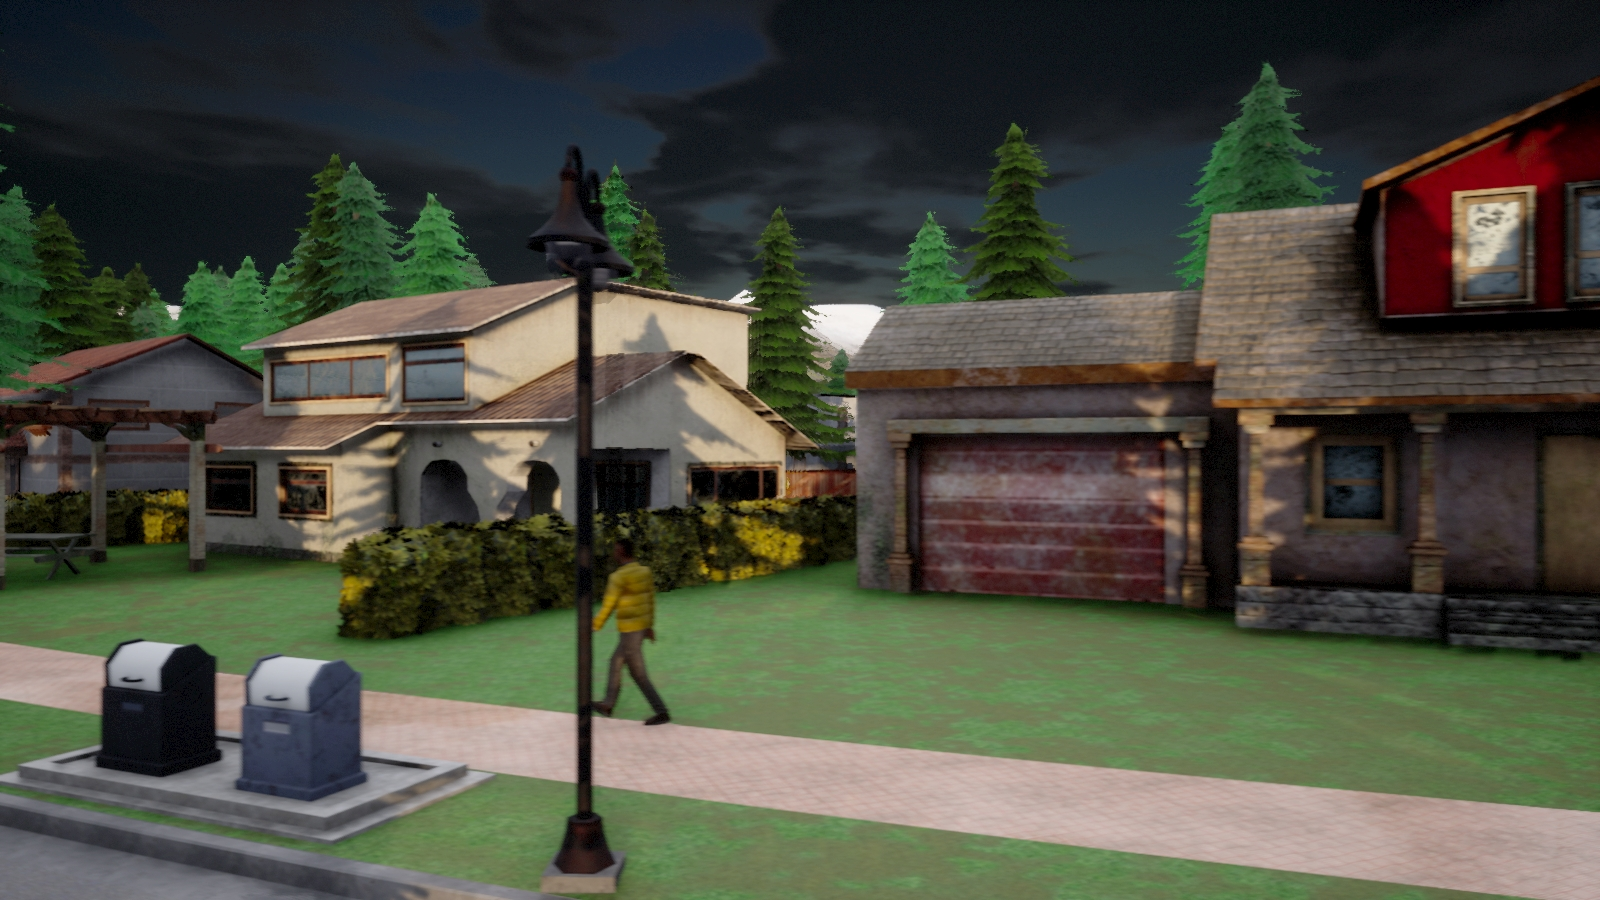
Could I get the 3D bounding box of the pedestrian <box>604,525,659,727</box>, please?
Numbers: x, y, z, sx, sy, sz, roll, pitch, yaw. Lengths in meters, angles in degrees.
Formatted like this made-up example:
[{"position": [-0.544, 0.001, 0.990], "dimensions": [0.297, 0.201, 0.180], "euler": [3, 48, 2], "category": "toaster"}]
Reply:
[{"position": [-1.614, 1.665, 10.944], "dimensions": [0.375, 1.860, 0.375], "euler": [0, 0, 25], "category": "pedestrian"}]
